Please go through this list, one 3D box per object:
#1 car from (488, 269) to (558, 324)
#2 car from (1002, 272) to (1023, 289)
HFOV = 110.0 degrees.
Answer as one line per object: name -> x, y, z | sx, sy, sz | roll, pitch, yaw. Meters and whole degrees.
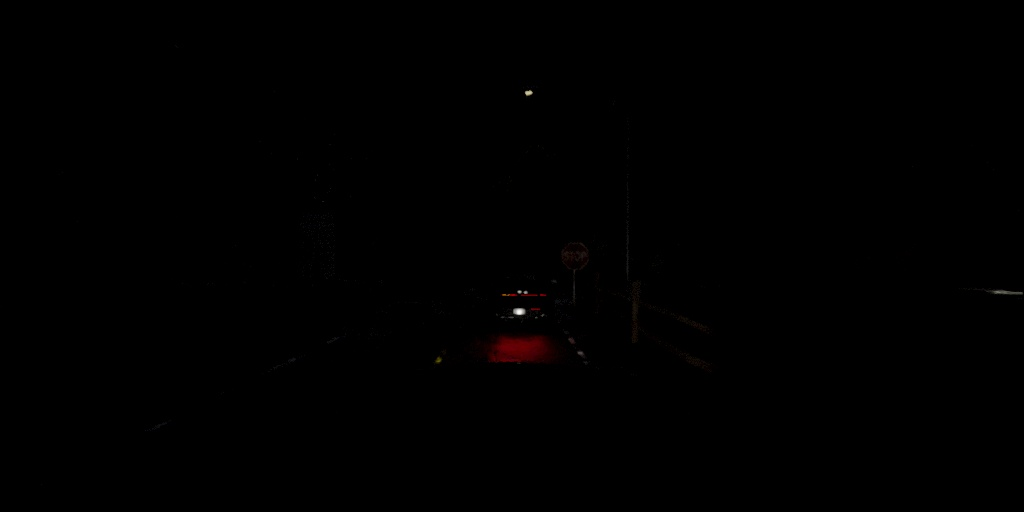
car -> 0.402, 1.166, 11.631 | 1.837, 1.490, 4.892 | 0, 0, 5
car -> 35.371, 1.533, 23.449 | 5.008, 1.535, 1.882 | 1, 1, 0
